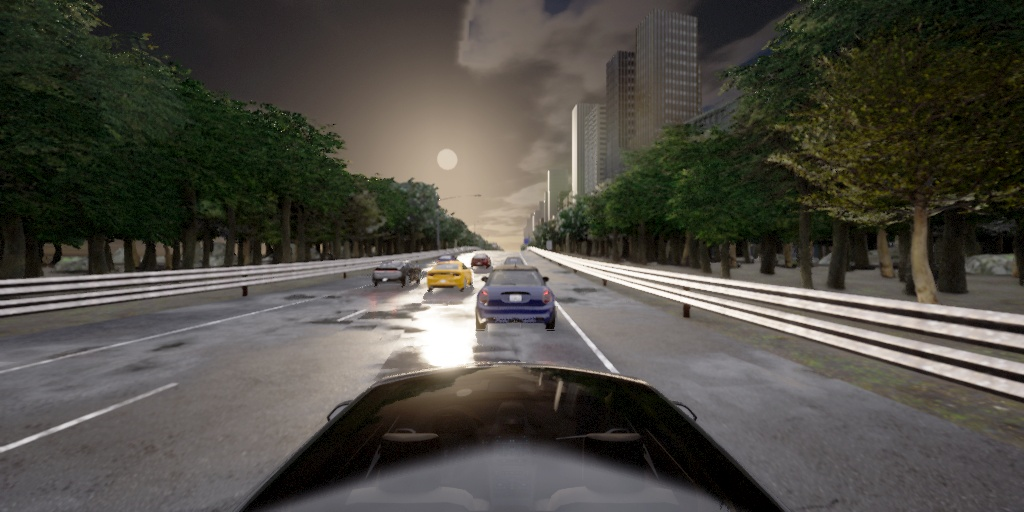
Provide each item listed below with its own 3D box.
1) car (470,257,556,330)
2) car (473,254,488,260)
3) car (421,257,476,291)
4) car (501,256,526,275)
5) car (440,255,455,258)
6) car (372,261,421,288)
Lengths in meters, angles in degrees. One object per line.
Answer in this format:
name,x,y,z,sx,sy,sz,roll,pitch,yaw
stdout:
car,0.098,1.049,11.073,2.097,1.767,4.553,0,1,0
car,-3.347,0.500,38.836,1.882,1.535,5.008,0,2,0
car,-3.376,1.042,20.059,1.882,1.535,5.008,0,1,0
car,0.143,0.801,32.117,2.033,1.411,5.357,0,2,0
car,-6.847,0.570,38.236,1.812,1.442,4.674,0,2,0
car,-6.873,1.020,21.853,2.128,1.511,4.902,0,1,0
